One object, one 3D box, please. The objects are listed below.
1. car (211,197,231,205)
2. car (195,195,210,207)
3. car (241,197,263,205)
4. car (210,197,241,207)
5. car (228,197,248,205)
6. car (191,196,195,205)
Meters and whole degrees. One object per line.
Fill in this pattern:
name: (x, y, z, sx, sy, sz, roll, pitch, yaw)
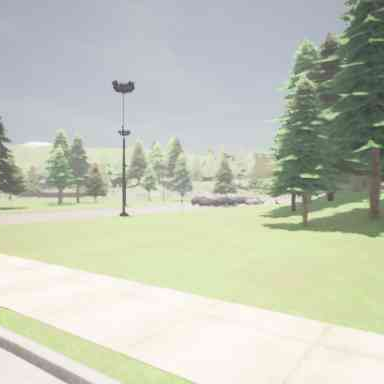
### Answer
car: (5.623, 1.623, 64.246, 1.812, 1.442, 4.674, 0, 0, 36)
car: (2.862, 1.651, 54.465, 1.994, 1.385, 4.181, 0, 0, 37)
car: (11.277, 1.601, 60.119, 1.812, 1.442, 4.674, 0, 0, 36)
car: (5.225, 1.582, 51.741, 1.837, 1.490, 4.892, 0, 0, 37)
car: (8.695, 1.651, 62.519, 1.994, 1.385, 4.181, 0, 0, 36)
car: (1.802, 1.450, 58.927, 2.097, 1.767, 4.553, 0, 0, 37)
